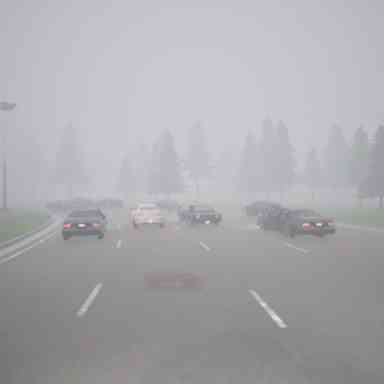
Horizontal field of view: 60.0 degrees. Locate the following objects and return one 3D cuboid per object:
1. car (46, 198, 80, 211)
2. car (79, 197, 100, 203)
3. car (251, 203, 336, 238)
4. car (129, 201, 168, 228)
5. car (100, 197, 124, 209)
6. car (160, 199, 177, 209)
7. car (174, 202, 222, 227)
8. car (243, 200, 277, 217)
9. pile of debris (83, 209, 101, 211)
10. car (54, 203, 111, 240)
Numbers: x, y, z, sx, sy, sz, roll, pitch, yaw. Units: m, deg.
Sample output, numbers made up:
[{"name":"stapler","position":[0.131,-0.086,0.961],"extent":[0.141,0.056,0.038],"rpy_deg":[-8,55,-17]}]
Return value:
[{"name":"car","position":[-15.014,1.549,38.027],"extent":[1.895,1.301,4.718],"rpy_deg":[0,0,-43]},{"name":"car","position":[-14.020,1.440,41.708],"extent":[4.892,1.490,1.837],"rpy_deg":[-1,-1,44]},{"name":"car","position":[5.220,1.510,17.422],"extent":[2.033,1.411,5.357],"rpy_deg":[0,0,-11]},{"name":"car","position":[-3.061,1.489,21.910],"extent":[1.812,1.442,4.674],"rpy_deg":[0,0,-15]},{"name":"car","position":[-10.895,1.411,43.480],"extent":[1.882,1.535,5.008],"rpy_deg":[0,-1,-44]},{"name":"car","position":[-3.058,1.532,39.630],"extent":[1.895,1.301,4.718],"rpy_deg":[0,0,-32]},{"name":"car","position":[0.380,1.559,22.719],"extent":[1.895,1.301,4.718],"rpy_deg":[0,0,-15]},{"name":"car","position":[5.983,1.446,28.254],"extent":[1.837,1.490,4.892],"rpy_deg":[0,0,-17]},{"name":"pile of debris","position":[-11.992,2.117,39.838],"extent":[1.500,0.140,1.860],"rpy_deg":[0,0,-42]},{"name":"car","position":[-5.408,1.522,17.089],"extent":[2.033,1.411,5.357],"rpy_deg":[0,0,-13]}]
